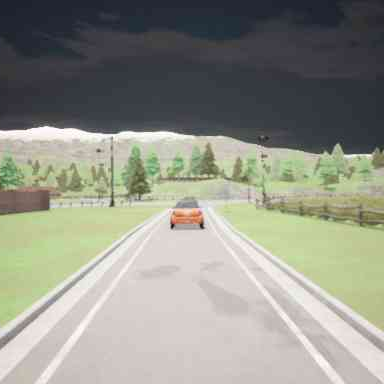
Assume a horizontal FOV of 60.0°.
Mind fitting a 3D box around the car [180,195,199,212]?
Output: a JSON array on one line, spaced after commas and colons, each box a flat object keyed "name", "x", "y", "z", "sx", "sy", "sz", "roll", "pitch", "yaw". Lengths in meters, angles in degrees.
[{"name": "car", "x": -0.230, "y": 1.317, "z": 38.201, "sx": 2.097, "sy": 1.767, "sz": 4.553, "roll": -1, "pitch": 0, "yaw": 1}]

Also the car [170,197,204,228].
[{"name": "car", "x": -0.308, "y": 1.334, "z": 22.289, "sx": 2.097, "sy": 1.767, "sz": 4.553, "roll": -1, "pitch": 0, "yaw": 0}]
